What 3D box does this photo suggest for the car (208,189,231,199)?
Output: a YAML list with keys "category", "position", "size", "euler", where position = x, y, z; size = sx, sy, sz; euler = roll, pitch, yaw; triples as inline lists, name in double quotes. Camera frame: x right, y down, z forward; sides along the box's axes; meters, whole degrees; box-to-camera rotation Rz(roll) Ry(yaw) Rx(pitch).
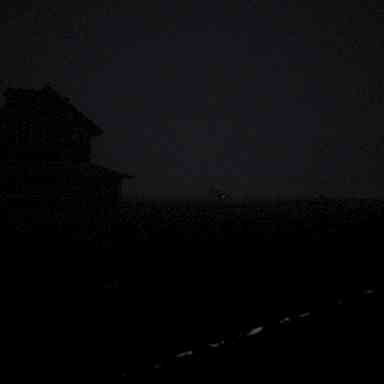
- category: "car"
  position: [5.504, 0.451, 67.387]
  size: [2.150, 2.045, 5.566]
  euler: [0, 1, -34]
